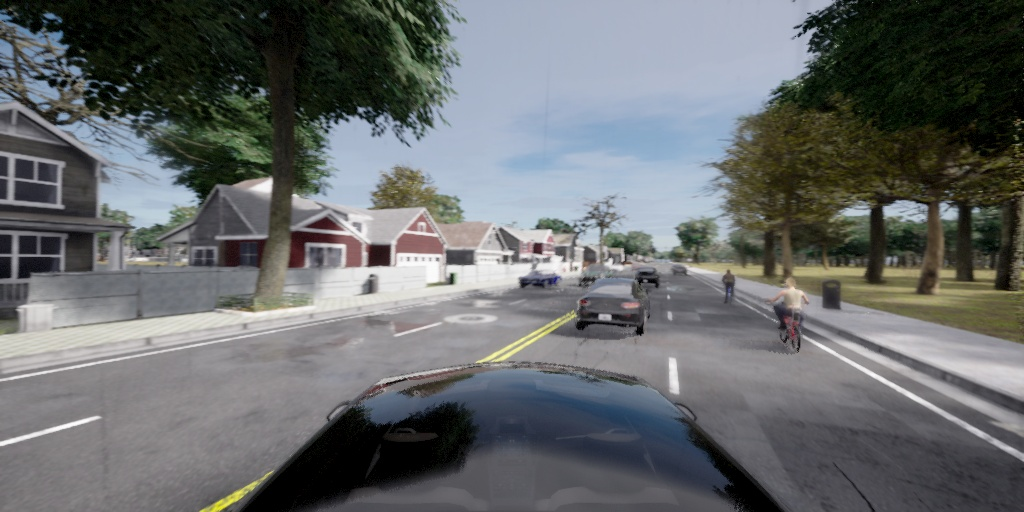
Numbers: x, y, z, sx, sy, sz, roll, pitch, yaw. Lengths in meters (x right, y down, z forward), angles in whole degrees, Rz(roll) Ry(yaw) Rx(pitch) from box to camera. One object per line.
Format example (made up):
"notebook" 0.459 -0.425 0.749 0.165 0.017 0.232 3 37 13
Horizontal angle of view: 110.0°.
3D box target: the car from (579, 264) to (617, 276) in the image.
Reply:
"car" 6.487 1.429 27.425 2.097 1.767 4.553 0 -1 23

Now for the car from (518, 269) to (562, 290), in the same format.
"car" 2.048 1.613 25.331 1.895 1.301 4.718 0 -1 23

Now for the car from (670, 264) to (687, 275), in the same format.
"car" 24.498 2.010 52.411 2.128 1.511 4.902 0 -1 23

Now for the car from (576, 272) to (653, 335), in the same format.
"car" 3.241 1.402 11.121 1.812 1.442 4.674 0 -1 23

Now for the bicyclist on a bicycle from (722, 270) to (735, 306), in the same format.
"bicyclist on a bicycle" 9.898 1.447 16.368 0.582 1.620 1.656 0 -1 23

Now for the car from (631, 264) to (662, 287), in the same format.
"car" 10.905 1.642 28.976 1.837 1.490 4.892 0 -1 23

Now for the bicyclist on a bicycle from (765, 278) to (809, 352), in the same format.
"bicyclist on a bicycle" 6.455 1.315 8.349 0.866 1.612 1.509 0 -1 23
